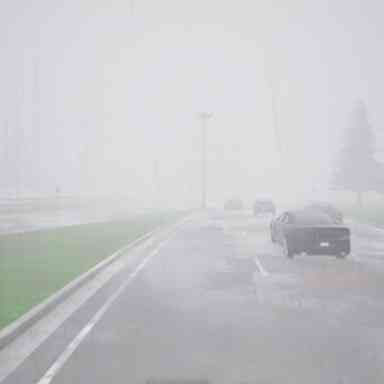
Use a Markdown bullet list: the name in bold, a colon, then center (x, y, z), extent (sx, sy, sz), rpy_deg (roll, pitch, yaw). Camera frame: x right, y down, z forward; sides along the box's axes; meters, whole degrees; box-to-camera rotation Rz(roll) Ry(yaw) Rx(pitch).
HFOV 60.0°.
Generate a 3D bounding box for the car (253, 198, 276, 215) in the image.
- **car**: center (6.741, 1.306, 31.018), extent (2.128, 1.511, 4.902), rpy_deg (0, 0, 11)

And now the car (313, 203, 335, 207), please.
- **car**: center (8.971, 1.426, 23.122), extent (1.994, 1.385, 4.181), rpy_deg (0, 0, 8)

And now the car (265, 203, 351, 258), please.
- **car**: center (4.168, 1.403, 12.448), extent (1.882, 1.535, 5.008), rpy_deg (0, 0, 4)

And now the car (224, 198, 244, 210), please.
- **car**: center (4.885, 1.335, 38.447), extent (1.994, 1.385, 4.181), rpy_deg (0, 0, 14)
